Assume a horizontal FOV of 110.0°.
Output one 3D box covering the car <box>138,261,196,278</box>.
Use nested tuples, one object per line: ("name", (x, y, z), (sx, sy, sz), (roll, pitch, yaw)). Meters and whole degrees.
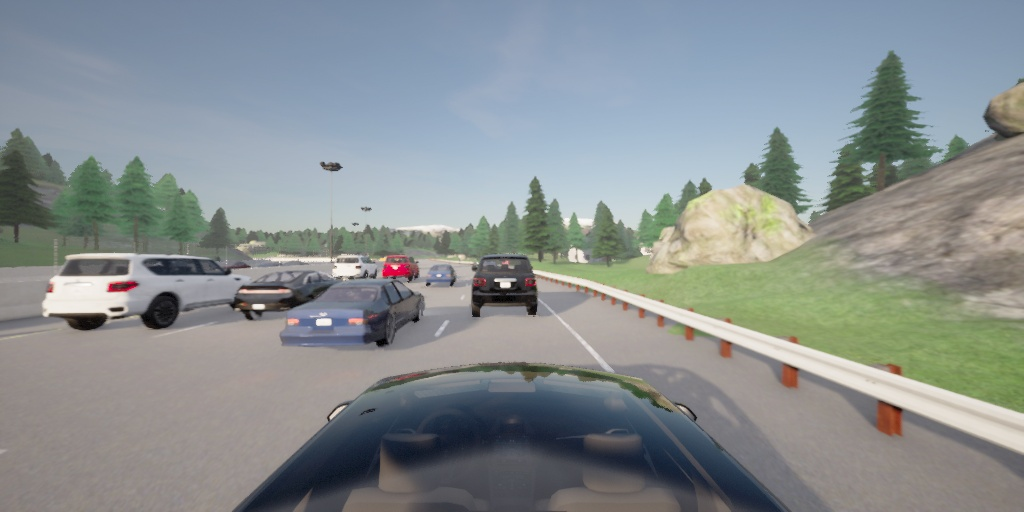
("car", (-34.958, 1.300, 36.543), (1.837, 1.490, 4.892), (1, 1, -10))

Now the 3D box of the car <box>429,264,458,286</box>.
("car", (-4.888, 1.287, 25.170), (2.033, 1.411, 5.357), (0, 0, -6))

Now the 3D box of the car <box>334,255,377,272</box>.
("car", (-12.352, 0.974, 28.594), (2.150, 2.045, 5.566), (0, 0, -7))

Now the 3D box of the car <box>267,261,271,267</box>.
("car", (-29.476, 1.326, 43.894), (2.033, 1.411, 5.357), (0, 0, -11))

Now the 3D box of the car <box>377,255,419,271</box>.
("car", (-8.865, 0.965, 28.896), (2.150, 2.045, 5.566), (0, 0, -7))

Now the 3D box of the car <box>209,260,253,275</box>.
("car", (-32.553, 1.265, 41.730), (1.882, 1.535, 5.008), (0, 0, -11))

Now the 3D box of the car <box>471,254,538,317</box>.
("car", (-0.337, 0.960, 13.396), (2.150, 2.045, 5.566), (0, 0, -3))

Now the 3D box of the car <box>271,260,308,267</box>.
("car", (-25.279, 1.249, 41.411), (1.882, 1.535, 5.008), (0, 1, -10))

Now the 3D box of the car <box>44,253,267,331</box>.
("car", (-10.719, 0.978, 11.366), (2.150, 2.045, 5.566), (0, -1, -4))

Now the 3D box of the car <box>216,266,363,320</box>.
("car", (-7.314, 1.244, 12.589), (2.128, 1.511, 4.902), (0, 0, -3))

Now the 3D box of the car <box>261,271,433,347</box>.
("car", (-3.651, 1.299, 9.318), (2.033, 1.411, 5.357), (0, 0, -2))

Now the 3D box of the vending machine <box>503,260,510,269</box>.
("vending machine", (-0.764, 0.901, 50.895), (1.100, 2.100, 0.880), (0, 0, -13))
